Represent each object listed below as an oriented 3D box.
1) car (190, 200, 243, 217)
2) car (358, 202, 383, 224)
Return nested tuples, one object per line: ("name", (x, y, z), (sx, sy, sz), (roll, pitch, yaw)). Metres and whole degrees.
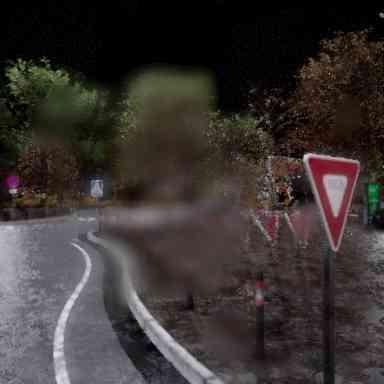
("car", (2.264, 1.517, 31.134), (4.902, 1.511, 2.128), (0, 0, -3))
("car", (13.497, 1.434, 21.771), (1.837, 1.490, 4.892), (0, -1, -32))
